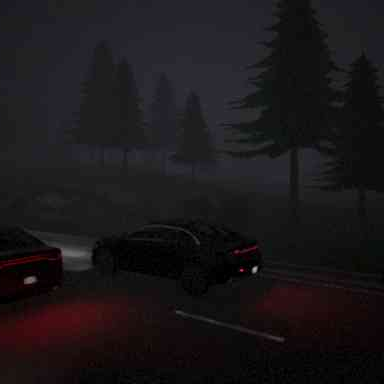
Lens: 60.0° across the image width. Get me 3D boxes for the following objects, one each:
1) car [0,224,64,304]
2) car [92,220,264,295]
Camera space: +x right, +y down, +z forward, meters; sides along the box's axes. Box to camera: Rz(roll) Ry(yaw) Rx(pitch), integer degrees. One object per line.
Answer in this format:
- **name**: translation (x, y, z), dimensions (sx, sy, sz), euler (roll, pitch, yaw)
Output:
- **car**: translation (-4.989, 1.465, 7.553), dimensions (5.008, 1.535, 1.882), euler (0, 0, 36)
- **car**: translation (-0.584, 1.483, 8.710), dimensions (4.902, 1.511, 2.128), euler (0, 0, 35)
